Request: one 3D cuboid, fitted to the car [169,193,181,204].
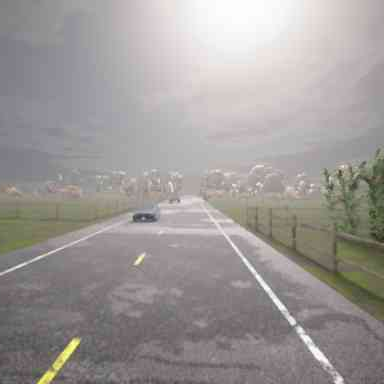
[{"bbox_3d":[-3.503,1.284,68.404,2.150,2.045,5.566,0,0,0],"label":"car"}]

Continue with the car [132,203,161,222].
[{"bbox_3d":[-3.601,1.575,27.270,2.033,1.411,5.357,0,0,0],"label":"car"}]
